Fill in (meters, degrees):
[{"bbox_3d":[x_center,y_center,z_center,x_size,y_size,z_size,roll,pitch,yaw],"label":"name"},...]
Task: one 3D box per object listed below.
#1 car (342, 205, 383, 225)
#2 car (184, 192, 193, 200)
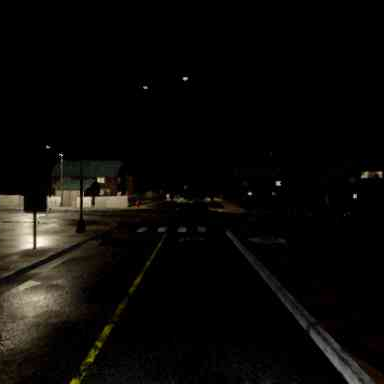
[{"bbox_3d":[13.216,1.676,24.233,4.181,1.385,1.994,1,0,8],"label":"car"},{"bbox_3d":[-0.947,1.000,84.224,2.097,1.767,4.553,0,0,2],"label":"car"}]
